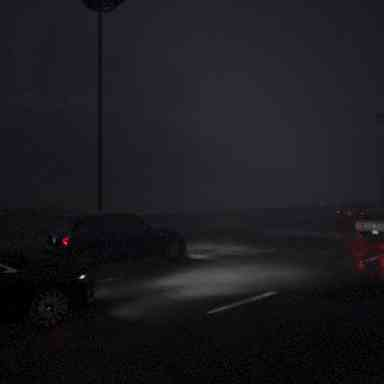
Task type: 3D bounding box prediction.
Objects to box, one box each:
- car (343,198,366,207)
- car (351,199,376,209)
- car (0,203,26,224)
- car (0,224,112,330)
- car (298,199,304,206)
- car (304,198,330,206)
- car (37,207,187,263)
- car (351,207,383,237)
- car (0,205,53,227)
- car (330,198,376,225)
[{"bbox_3d":[28.078,1.749,57.430,4.892,1.490,1.837,0,0,-42],"label":"car"},{"bbox_3d":[26.380,1.814,51.187,4.718,1.301,1.895,0,-1,-42],"label":"car"},{"bbox_3d":[-16.361,1.754,26.940,4.902,1.511,2.128,0,0,-37],"label":"car"},{"bbox_3d":[-4.091,1.550,5.399,4.902,1.511,2.128,0,0,-35],"label":"car"},{"bbox_3d":[21.209,1.800,60.646,4.902,1.511,2.128,0,0,-42],"label":"car"},{"bbox_3d":[21.642,1.763,56.330,4.902,1.511,2.128,0,-1,-42],"label":"car"},{"bbox_3d":[-2.376,1.440,11.089,4.553,1.767,2.097,0,-1,-38],"label":"car"},{"bbox_3d":[10.525,1.669,17.609,4.718,1.301,1.895,0,-1,-42],"label":"car"},{"bbox_3d":[-10.065,1.666,18.477,4.902,1.511,2.128,0,0,-38],"label":"car"},{"bbox_3d":[12.171,1.453,23.845,4.553,1.767,2.097,0,-1,-42],"label":"car"}]
